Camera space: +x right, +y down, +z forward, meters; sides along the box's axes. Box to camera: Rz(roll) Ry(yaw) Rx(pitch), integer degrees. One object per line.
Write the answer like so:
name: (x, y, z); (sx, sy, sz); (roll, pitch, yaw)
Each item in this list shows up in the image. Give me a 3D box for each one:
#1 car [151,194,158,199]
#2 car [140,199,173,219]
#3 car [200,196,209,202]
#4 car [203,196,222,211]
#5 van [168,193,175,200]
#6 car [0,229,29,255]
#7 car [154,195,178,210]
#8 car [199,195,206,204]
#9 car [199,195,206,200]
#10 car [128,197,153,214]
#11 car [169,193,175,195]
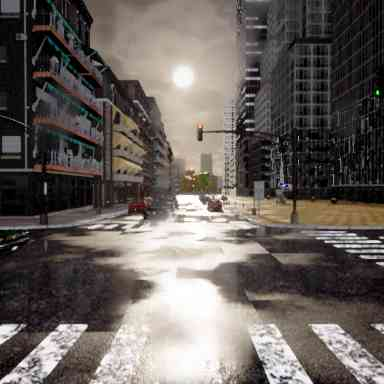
car: (-5.621, 1.426, 40.981); (1.967, 1.590, 4.097); (-1, 0, 0)
car: (-3.042, 1.553, 29.105); (1.994, 1.385, 4.181); (0, 0, 0)
car: (2.796, 1.530, 74.915); (1.887, 1.381, 4.507); (-1, 0, 0)
car: (2.727, 1.530, 41.021); (1.887, 1.381, 4.507); (-1, 0, 0)
van: (-5.520, 1.328, 91.820); (1.690, 1.788, 3.998); (-1, 0, 0)
car: (-8.299, 1.635, 11.468); (4.718, 1.301, 1.895); (0, 1, 0)
car: (-3.017, 1.491, 39.015); (1.837, 1.490, 4.892); (0, 0, 0)
car: (2.773, 1.536, 63.617); (2.008, 1.369, 4.403); (-1, 0, 0)
car: (2.830, 1.512, 92.032); (1.752, 1.417, 4.829); (-1, 0, 0)
car: (-5.631, 1.532, 35.332); (1.887, 1.381, 4.507); (-1, 0, 0)
car: (-5.532, 1.301, 86.172); (2.192, 1.841, 5.009); (-1, 0, 0)
